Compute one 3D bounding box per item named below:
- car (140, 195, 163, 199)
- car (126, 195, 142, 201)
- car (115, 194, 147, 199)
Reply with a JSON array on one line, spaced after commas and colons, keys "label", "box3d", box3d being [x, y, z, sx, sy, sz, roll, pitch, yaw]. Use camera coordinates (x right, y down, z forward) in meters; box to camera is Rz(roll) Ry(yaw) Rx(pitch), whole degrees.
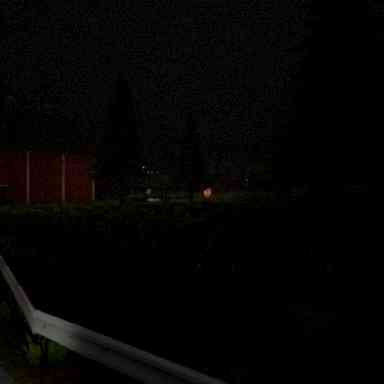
[{"label": "car", "box3d": [-5.831, 1.655, 53.443, 1.994, 1.385, 4.181, 0, 0, 35]}, {"label": "car", "box3d": [-16.080, 1.659, 92.436, 1.816, 1.474, 4.193, 0, 0, 35]}, {"label": "car", "box3d": [-9.407, 1.321, 54.593, 2.150, 2.045, 5.566, 0, 0, 36]}]
